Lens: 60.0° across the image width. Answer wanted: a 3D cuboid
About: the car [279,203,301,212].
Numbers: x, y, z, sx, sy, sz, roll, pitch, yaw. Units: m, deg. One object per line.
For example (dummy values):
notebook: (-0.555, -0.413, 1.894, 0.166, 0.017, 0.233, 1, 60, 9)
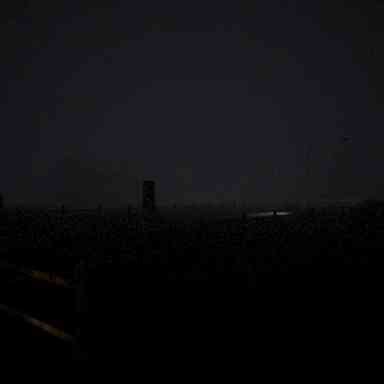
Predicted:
car: (14.576, 2.310, 49.496, 1.895, 1.301, 4.718, -1, -1, 36)
